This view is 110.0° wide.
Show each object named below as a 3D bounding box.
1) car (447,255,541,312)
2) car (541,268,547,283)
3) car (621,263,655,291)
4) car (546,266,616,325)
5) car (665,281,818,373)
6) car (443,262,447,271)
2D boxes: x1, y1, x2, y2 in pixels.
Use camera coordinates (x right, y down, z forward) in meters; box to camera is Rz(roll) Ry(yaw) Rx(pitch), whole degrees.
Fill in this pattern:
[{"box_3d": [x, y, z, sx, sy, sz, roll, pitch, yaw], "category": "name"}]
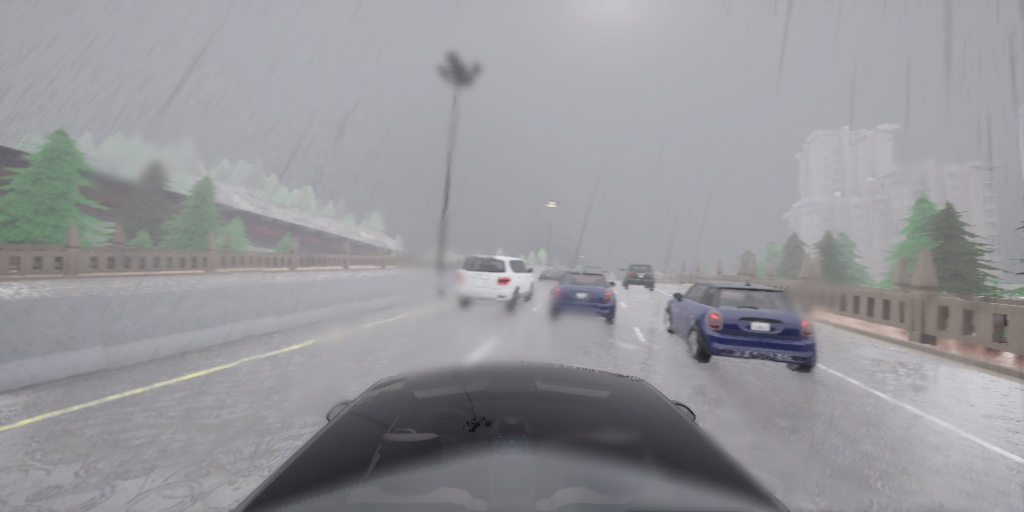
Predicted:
[{"box_3d": [-0.479, 1.025, 14.949, 2.150, 2.045, 5.566, 3, 0, 14], "category": "car"}, {"box_3d": [3.694, 1.677, 32.176, 1.994, 1.385, 4.181, 3, 0, 14], "category": "car"}, {"box_3d": [10.143, 1.637, 29.035, 2.150, 2.045, 5.566, 3, 0, 14], "category": "car"}, {"box_3d": [2.714, 1.304, 13.310, 2.097, 1.767, 4.553, 3, 0, 14], "category": "car"}, {"box_3d": [5.237, 1.404, 8.890, 2.097, 1.767, 4.553, 3, 0, 14], "category": "car"}, {"box_3d": [-7.314, 1.264, 46.590, 1.837, 1.490, 4.892, 3, -2, 14], "category": "car"}]
